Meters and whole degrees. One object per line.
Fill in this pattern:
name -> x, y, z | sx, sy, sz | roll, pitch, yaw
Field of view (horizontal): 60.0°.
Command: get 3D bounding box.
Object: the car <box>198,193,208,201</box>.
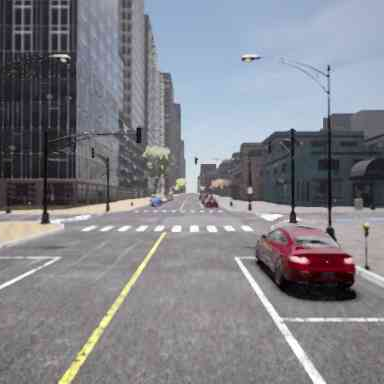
car -> 2.735, 1.214, 80.971 | 2.192, 1.841, 5.009 | 1, 0, 0

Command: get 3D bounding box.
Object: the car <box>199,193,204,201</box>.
car -> 2.727, 1.245, 58.275 | 2.192, 1.841, 5.009 | 1, 0, 0

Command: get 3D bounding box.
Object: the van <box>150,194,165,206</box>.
van -> -5.655, 1.278, 52.565 | 1.690, 1.788, 3.998 | 1, 0, 0

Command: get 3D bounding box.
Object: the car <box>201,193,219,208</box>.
car -> 2.721, 1.385, 46.927 | 1.967, 1.590, 4.097 | 1, 0, 0

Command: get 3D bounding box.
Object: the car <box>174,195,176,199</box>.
car -> -5.649, 1.465, 80.936 | 1.947, 1.339, 4.313 | 1, 0, 0

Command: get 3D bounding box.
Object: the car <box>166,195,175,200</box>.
car -> -5.647, 1.457, 86.609 | 1.947, 1.339, 4.313 | 1, 0, 0

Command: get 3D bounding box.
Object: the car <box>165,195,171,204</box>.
car -> -5.655, 1.448, 63.744 | 1.752, 1.417, 4.829 | 1, 0, 0

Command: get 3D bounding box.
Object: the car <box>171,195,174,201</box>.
car -> -5.652, 1.489, 75.262 | 1.802, 1.307, 4.206 | 1, 0, 0

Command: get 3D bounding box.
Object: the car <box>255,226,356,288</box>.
car -> 2.829, 1.573, 8.965 | 1.802, 1.307, 4.206 | 1, 0, 0
